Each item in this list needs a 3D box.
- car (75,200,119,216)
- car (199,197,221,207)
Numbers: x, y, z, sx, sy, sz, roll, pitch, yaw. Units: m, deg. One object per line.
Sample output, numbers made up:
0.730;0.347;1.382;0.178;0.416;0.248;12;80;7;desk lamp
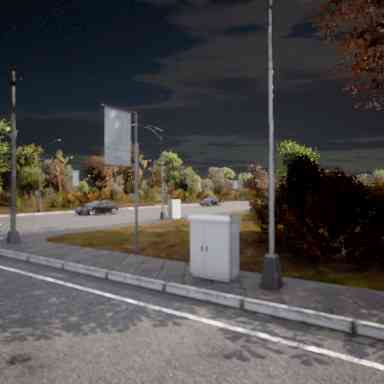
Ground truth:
-9.775;1.646;34.432;1.837;1.490;4.892;0;0;32;car
2.942;1.655;54.345;1.837;1.490;4.892;0;-1;33;car
